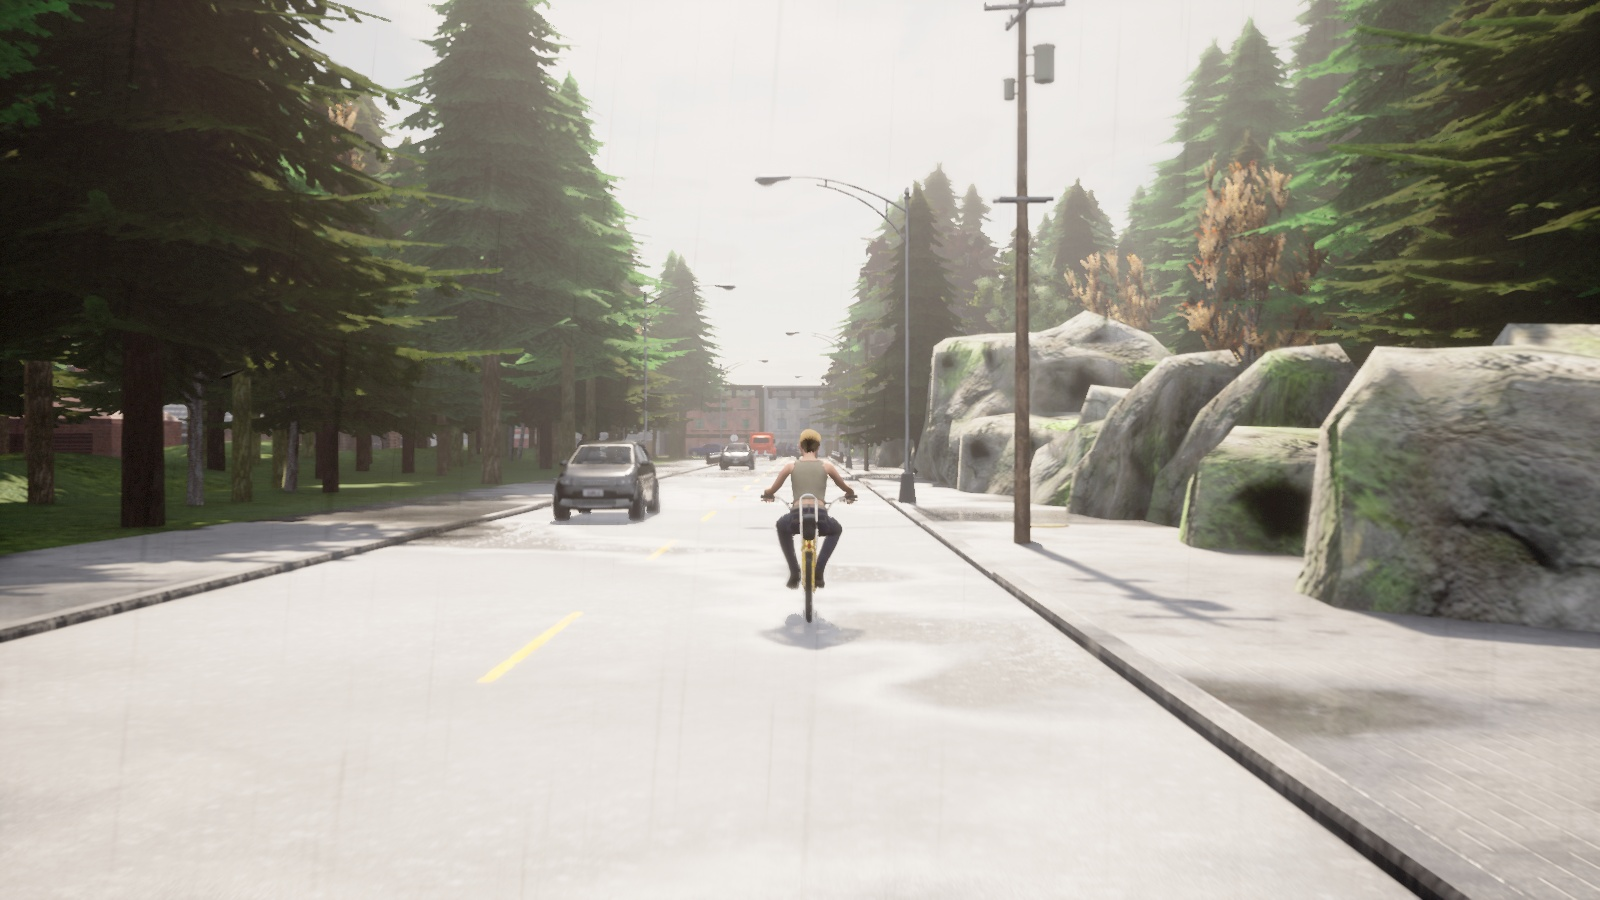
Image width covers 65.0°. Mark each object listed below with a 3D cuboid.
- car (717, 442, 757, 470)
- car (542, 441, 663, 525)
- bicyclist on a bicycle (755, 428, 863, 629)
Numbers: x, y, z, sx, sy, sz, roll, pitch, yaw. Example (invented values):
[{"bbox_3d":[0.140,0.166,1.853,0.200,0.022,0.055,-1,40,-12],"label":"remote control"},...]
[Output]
[{"bbox_3d":[-3.538,0.324,71.100,2.007,1.525,4.514,0,0,0],"label":"car"},{"bbox_3d":[-3.828,0.593,24.911,1.789,1.549,3.705,0,0,0],"label":"car"},{"bbox_3d":[0.078,0.627,10.820,0.866,1.612,1.509,0,0,1],"label":"bicyclist on a bicycle"}]
